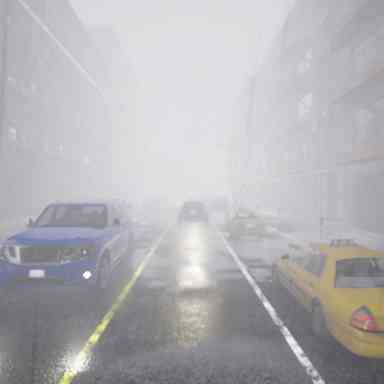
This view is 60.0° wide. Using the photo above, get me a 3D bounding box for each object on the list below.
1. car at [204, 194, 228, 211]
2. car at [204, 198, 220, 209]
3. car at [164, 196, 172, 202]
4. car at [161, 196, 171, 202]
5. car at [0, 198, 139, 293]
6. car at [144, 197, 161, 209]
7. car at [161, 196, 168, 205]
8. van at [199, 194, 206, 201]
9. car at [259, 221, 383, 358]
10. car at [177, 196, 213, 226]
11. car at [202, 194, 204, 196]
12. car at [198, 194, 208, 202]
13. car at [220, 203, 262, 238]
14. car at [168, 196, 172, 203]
[{"bbox_3d":[2.680,1.311,34.454,2.192,1.841,5.009,0,0,0],"label":"car"},{"bbox_3d":[2.674,1.548,45.819,2.008,1.369,4.403,0,0,0],"label":"car"},{"bbox_3d":[-5.719,1.587,79.907,1.802,1.307,4.206,0,0,0],"label":"car"},{"bbox_3d":[-5.716,1.547,74.224,1.887,1.381,4.507,0,0,0],"label":"car"},{"bbox_3d":[-3.004,1.220,9.193,2.150,2.045,5.566,0,0,0],"label":"car"},{"bbox_3d":[-5.706,1.579,45.813,1.802,1.307,4.206,0,0,0],"label":"car"},{"bbox_3d":[-5.710,1.565,57.177,1.947,1.339,4.313,0,0,0],"label":"car"},{"bbox_3d":[2.660,1.348,85.595,1.690,1.788,3.998,0,0,0],"label":"van"},{"bbox_3d":[2.690,1.524,6.211,1.752,1.417,4.829,0,0,0],"label":"car"},{"bbox_3d":[0.092,1.348,23.239,2.097,1.767,4.553,0,0,0],"label":"car"},{"bbox_3d":[2.672,1.523,51.671,1.752,1.417,4.829,0,0,0],"label":"car"},{"bbox_3d":[2.662,1.320,79.913,2.192,1.841,5.009,0,0,0],"label":"car"},{"bbox_3d":[2.685,1.523,17.576,1.752,1.417,4.829,0,0,0],"label":"car"},{"bbox_3d":[-5.715,1.567,68.542,1.947,1.339,4.313,0,0,0],"label":"car"}]
